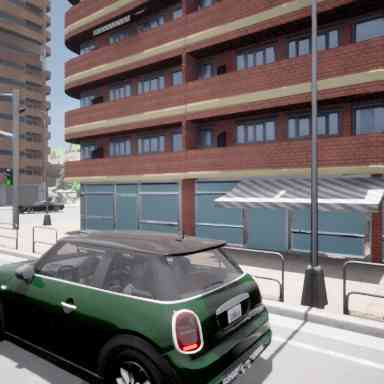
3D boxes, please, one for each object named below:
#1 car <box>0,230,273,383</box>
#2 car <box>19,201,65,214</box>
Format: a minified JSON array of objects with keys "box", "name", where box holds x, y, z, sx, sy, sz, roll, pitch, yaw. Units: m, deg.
[{"box":[-1.261,1.352,4.892,4.553,1.767,2.097,0,0,36],"name":"car"},{"box":[-16.269,1.601,35.696,1.895,1.301,4.718,0,0,36],"name":"car"}]
